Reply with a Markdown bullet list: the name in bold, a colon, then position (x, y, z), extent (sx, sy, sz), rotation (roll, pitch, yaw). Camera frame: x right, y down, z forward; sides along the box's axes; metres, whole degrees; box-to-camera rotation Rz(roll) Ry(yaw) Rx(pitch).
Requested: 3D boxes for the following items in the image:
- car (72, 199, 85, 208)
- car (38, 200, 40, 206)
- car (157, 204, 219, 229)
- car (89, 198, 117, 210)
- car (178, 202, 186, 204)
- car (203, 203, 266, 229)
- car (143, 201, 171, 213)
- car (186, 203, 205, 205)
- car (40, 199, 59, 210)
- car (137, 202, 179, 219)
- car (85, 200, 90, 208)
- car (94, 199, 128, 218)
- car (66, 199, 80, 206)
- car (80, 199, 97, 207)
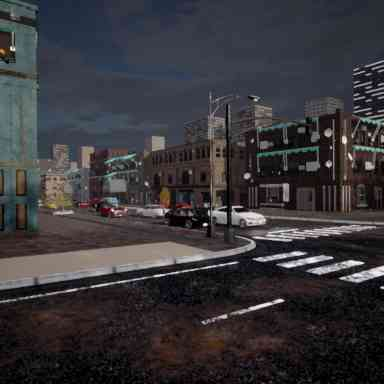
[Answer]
- **car**: position (-20.586, 2.229, 62.263), extent (1.994, 1.385, 4.181), rotation (-1, 0, -36)
- **car**: position (-30.899, 2.375, 66.719), extent (2.008, 1.369, 4.403), rotation (-1, 0, -36)
- **car**: position (-0.392, 1.814, 23.840), extent (1.947, 1.339, 4.313), rotation (-2, 0, -36)
- **car**: position (-11.538, 1.958, 44.139), extent (1.882, 1.535, 5.008), rotation (-1, 0, -35)
- **car**: position (-1.548, 1.902, 40.075), extent (1.802, 1.307, 4.206), rotation (-2, 0, -36)
- **car**: position (3.099, 1.721, 23.686), extent (1.812, 1.442, 4.674), rotation (-1, 0, -37)
- **car**: position (-4.766, 1.965, 44.577), extent (1.802, 1.307, 4.206), rotation (-2, 0, -36)
- **car**: position (1.671, 1.808, 35.572), extent (2.008, 1.369, 4.403), rotation (-2, 0, -36)
- **car**: position (-24.362, 2.232, 57.574), extent (1.752, 1.417, 4.829), rotation (-1, 0, -36)
- **car**: position (-3.616, 1.929, 33.027), extent (1.895, 1.301, 4.718), rotation (-1, 0, -36)
- **car**: position (-17.650, 1.939, 62.588), extent (2.192, 1.841, 5.009), rotation (-1, 0, -36)
- **car**: position (-8.367, 1.846, 35.199), extent (1.967, 1.590, 4.097), rotation (-1, 0, -36)
- **car**: position (-27.302, 2.363, 76.096), extent (1.947, 1.339, 4.313), rotation (-1, 0, -36)
- **car**: position (-20.864, 2.226, 67.091), extent (1.887, 1.381, 4.507), rotation (-1, 0, -36)
